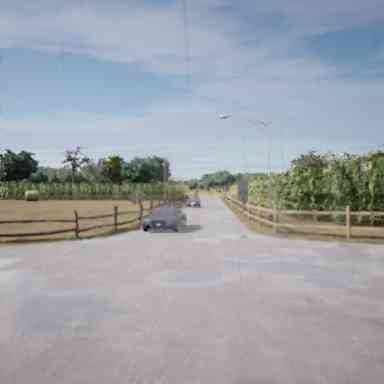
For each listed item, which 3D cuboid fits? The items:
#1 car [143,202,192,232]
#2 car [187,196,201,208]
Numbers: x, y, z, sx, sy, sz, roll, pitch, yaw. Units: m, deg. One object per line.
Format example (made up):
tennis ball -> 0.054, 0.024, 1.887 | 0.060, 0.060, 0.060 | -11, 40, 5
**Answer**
car -> -1.481, 1.542, 19.650 | 1.994, 1.385, 4.181 | 0, 0, 9
car -> 0.277, 1.359, 45.194 | 2.128, 1.511, 4.902 | 0, 0, 4
